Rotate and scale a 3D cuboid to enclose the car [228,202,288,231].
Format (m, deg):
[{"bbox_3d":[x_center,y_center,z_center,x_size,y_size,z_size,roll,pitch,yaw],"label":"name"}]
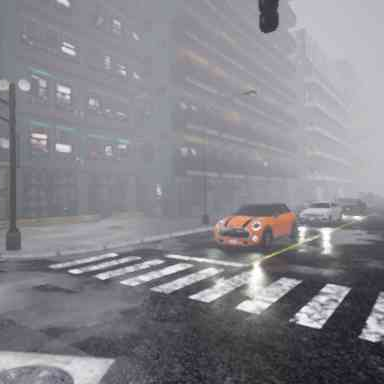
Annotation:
[{"bbox_3d":[4.163,1.417,20.525,1.887,1.381,4.507,0,0,36],"label":"car"}]

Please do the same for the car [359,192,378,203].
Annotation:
[{"bbox_3d":[26.860,0.891,51.528,2.192,1.841,5.009,0,0,36],"label":"car"}]

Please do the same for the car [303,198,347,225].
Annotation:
[{"bbox_3d":[8.636,1.329,22.117,1.812,1.442,4.674,-1,0,36],"label":"car"}]

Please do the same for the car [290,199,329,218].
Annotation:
[{"bbox_3d":[10.185,1.343,28.637,2.008,1.369,4.403,0,0,36],"label":"car"}]

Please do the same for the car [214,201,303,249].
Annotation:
[{"bbox_3d":[2.814,1.233,14.140,2.097,1.767,4.553,-1,0,36],"label":"car"}]

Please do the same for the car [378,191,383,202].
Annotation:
[{"bbox_3d":[33.534,1.044,60.684,2.008,1.369,4.403,-1,0,36],"label":"car"}]

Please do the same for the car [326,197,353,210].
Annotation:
[{"bbox_3d":[16.857,1.271,37.794,1.947,1.339,4.313,0,0,36],"label":"car"}]

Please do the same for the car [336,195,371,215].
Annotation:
[{"bbox_3d":[14.614,1.288,30.324,1.994,1.385,4.181,-1,0,36],"label":"car"}]

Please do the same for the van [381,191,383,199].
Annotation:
[{"bbox_3d":[43.538,0.716,74.419,1.690,1.788,3.998,-1,0,36],"label":"van"}]
